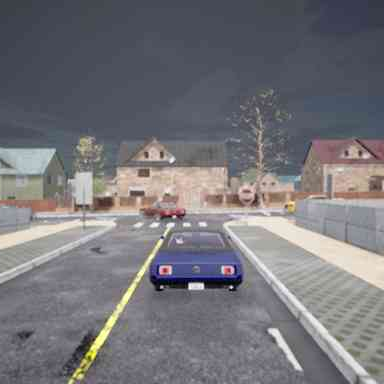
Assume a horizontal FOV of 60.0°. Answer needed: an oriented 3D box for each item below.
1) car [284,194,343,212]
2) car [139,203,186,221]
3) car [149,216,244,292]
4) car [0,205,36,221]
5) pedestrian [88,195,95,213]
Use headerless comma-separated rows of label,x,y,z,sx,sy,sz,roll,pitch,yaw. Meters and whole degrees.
car,10.571,1.004,28.918,5.008,1.535,1.882,-2,1,0
car,-2.393,1.465,25.454,1.895,1.301,4.718,-2,1,-30
car,0.098,1.549,8.743,1.895,1.301,4.718,0,0,0
car,-14.655,1.707,25.952,4.674,1.442,1.812,-1,1,0
pedestrian,-9.632,1.086,31.808,0.375,1.860,0.375,0,3,0
